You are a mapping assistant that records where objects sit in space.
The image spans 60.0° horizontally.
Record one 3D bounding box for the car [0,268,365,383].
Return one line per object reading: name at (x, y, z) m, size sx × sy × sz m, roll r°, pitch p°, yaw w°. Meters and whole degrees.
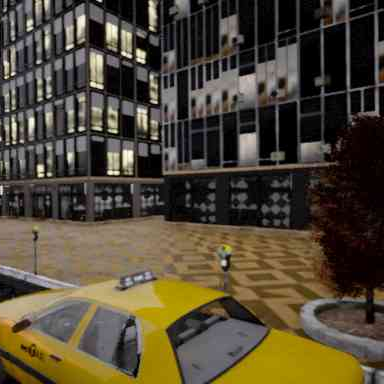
car at (-0.780, 1.529, 3.632) m, size 4.829 × 1.417 × 1.752 m, roll -1°, pitch 0°, yaw 38°
